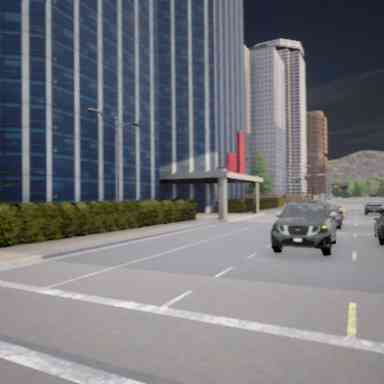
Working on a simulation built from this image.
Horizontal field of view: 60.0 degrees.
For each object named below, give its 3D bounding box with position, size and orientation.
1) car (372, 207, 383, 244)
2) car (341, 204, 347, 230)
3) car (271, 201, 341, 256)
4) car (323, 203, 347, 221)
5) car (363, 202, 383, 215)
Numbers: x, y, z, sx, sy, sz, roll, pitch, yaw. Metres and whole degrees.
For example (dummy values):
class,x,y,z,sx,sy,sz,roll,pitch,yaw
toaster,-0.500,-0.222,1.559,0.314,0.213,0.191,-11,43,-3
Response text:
class,x,y,z,sx,sy,sz,roll,pitch,yaw
car,9.980,1.687,16.120,1.812,1.442,4.674,-1,-1,26
car,9.545,1.645,23.569,2.097,1.767,4.553,-1,-1,26
car,5.045,1.415,14.522,2.150,2.045,5.566,-1,-1,26
car,14.153,1.872,32.798,1.882,1.535,5.008,-1,-1,27
car,21.318,1.907,39.026,2.128,1.511,4.902,-1,-1,27
